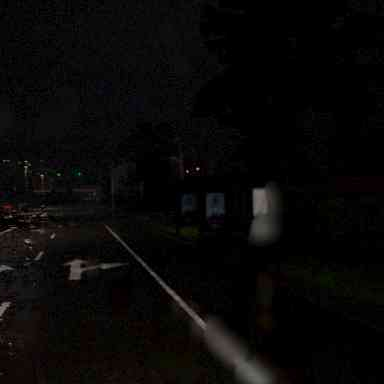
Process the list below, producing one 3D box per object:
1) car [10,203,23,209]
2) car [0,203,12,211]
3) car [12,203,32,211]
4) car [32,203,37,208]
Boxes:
[{"bbox_3d":[-43.688,3.479,83.037,2.033,1.411,5.357,-2,-1,-19],"label":"car"},{"bbox_3d":[-38.632,3.097,68.097,2.097,1.767,4.553,-2,-1,-19],"label":"car"},{"bbox_3d":[-35.303,3.176,69.188,2.128,1.511,4.902,-2,-1,-19],"label":"car"},{"bbox_3d":[-40.363,3.443,84.130,1.895,1.301,4.718,-2,-1,-19],"label":"car"}]
